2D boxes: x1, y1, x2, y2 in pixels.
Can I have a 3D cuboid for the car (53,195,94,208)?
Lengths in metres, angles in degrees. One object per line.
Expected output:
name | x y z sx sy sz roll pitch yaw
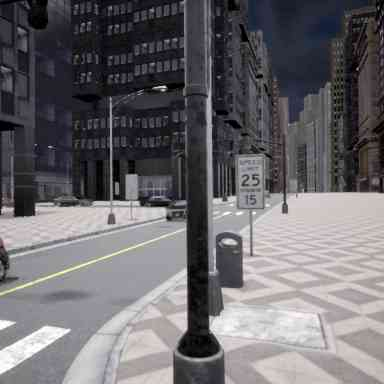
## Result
car | -13.771 1.134 38.728 4.892 1.490 1.837 -1 -1 19

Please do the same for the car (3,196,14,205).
car | -25.100 1.087 42.620 4.553 1.767 2.097 0 0 19

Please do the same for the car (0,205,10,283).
car | -5.986 1.311 6.363 2.097 1.767 4.553 -1 1 19

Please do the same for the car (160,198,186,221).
car | -0.271 1.241 22.944 1.994 1.385 4.181 -1 1 19

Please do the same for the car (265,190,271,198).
car | 14.699 0.441 66.806 1.837 1.490 4.892 -1 1 19

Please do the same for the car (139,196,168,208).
car | -2.998 1.119 34.609 4.718 1.301 1.895 -1 0 24
